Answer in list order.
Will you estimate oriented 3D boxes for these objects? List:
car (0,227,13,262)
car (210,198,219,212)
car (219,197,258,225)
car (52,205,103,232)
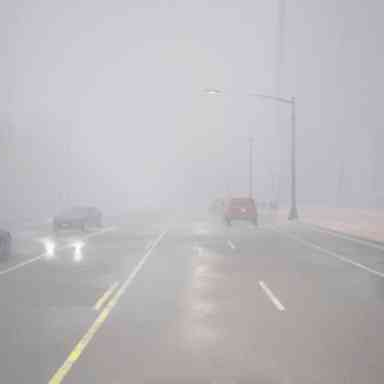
[{"bbox_3d":[-7.100,1.582,9.733,1.812,1.442,4.674,0,0,0],"label":"car"},{"bbox_3d":[3.542,1.596,43.423,2.097,1.767,4.553,0,0,0],"label":"car"},{"bbox_3d":[3.548,1.365,25.321,2.150,2.045,5.566,0,0,0],"label":"car"},{"bbox_3d":[-7.070,1.598,21.044,1.882,1.535,5.008,0,0,1],"label":"car"}]
